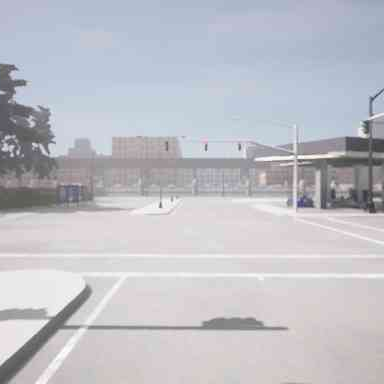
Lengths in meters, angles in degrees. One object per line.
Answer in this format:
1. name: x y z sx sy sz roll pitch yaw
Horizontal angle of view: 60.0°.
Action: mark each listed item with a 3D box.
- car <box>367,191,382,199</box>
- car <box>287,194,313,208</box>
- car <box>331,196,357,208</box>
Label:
1. car: 46.163 0.696 81.671 5.566 2.045 2.150 0 0 17
2. car: 13.211 1.029 40.913 2.242 1.667 4.611 0 0 0
3. car: 18.956 1.185 41.676 1.970 1.475 3.806 0 0 0
